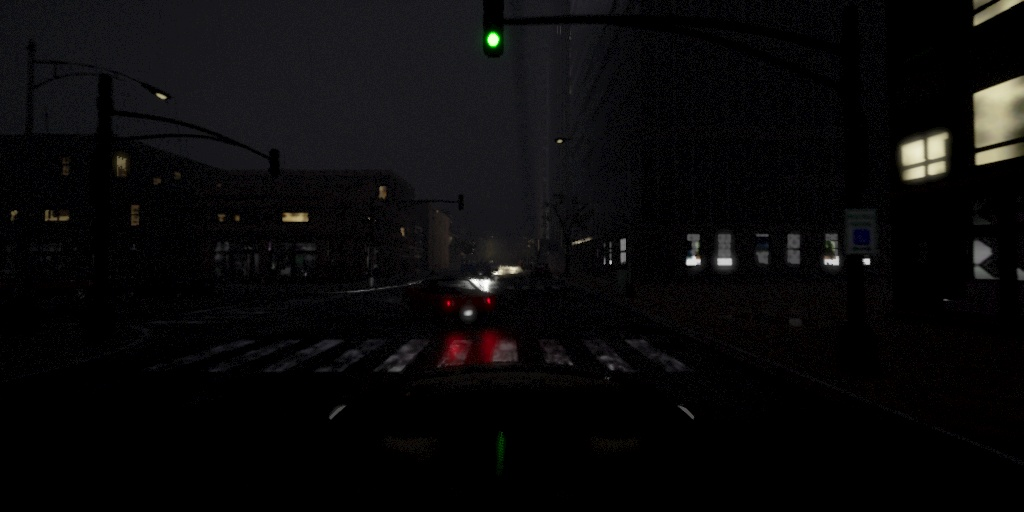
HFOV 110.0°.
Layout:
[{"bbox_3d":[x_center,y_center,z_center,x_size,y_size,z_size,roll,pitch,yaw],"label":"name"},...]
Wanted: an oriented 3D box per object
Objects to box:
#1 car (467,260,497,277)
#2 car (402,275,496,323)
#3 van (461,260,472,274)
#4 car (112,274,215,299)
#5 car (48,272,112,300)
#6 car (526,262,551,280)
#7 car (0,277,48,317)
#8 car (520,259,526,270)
[{"bbox_3d":[-3.051,1.504,37.364,2.128,1.511,4.902,0,0,0],"label":"car"},{"bbox_3d":[-2.440,1.431,12.675,1.895,1.301,4.718,0,-1,-31],"label":"car"},{"bbox_3d":[-5.632,1.420,46.321,1.690,1.789,3.998,0,0,0],"label":"van"},{"bbox_3d":[-19.388,1.689,20.379,4.313,1.339,1.948,0,0,1],"label":"car"},{"bbox_3d":[-24.936,1.617,20.458,4.097,1.591,1.967,0,0,1],"label":"car"},{"bbox_3d":[2.735,1.437,35.226,1.967,1.591,4.097,0,0,0],"label":"car"},{"bbox_3d":[-19.506,1.247,12.002,5.009,1.841,2.192,0,0,1],"label":"car"},{"bbox_3d":[2.772,1.727,63.071,1.751,1.417,4.829,0,0,0],"label":"car"}]
